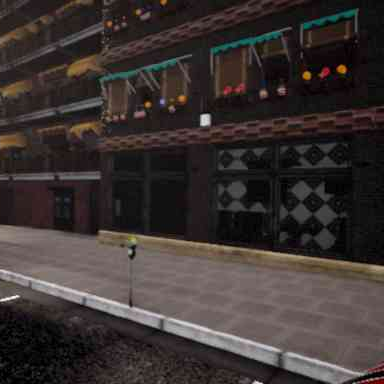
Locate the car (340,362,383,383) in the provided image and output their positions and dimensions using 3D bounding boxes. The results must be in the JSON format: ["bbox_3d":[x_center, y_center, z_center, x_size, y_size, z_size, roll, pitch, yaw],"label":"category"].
[{"bbox_3d":[2.432,1.444,1.124,4.097,1.590,1.967,0,1,36],"label":"car"}]
